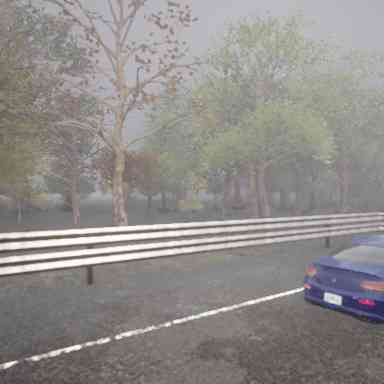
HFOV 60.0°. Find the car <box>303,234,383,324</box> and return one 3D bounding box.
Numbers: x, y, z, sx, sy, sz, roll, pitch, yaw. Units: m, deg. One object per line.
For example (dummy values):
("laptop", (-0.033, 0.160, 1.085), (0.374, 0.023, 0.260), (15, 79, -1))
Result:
("car", (4.147, 1.583, 6.673), (4.674, 1.442, 1.812), (1, -1, -35))
